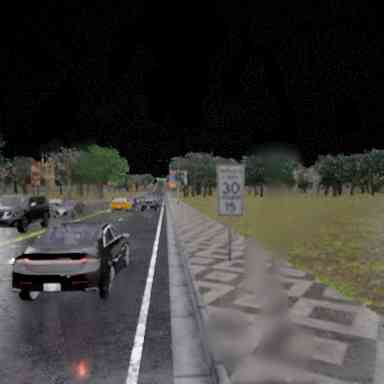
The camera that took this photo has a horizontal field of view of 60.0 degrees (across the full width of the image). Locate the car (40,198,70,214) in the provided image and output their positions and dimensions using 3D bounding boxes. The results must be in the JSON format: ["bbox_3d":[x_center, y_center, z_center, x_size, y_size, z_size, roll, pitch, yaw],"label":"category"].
[{"bbox_3d":[-14.710,1.460,35.975,1.812,1.442,4.674,0,0,-7],"label":"car"}]

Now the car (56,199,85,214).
[{"bbox_3d":[-11.028,1.447,30.037,2.128,1.511,4.902,0,0,-4],"label":"car"}]

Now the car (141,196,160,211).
[{"bbox_3d":[-5.227,1.510,41.012,1.837,1.490,4.892,0,0,-4],"label":"car"}]

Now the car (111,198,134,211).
[{"bbox_3d":[-8.386,1.460,39.612,1.882,1.535,5.008,0,0,-4],"label":"car"}]

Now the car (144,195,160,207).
[{"bbox_3d":[-6.049,1.360,50.869,2.097,1.767,4.553,0,0,-4],"label":"car"}]

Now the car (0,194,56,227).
[{"bbox_3d":[-10.216,1.174,19.688,2.150,2.045,5.566,0,0,-5],"label":"car"}]

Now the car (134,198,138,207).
[{"bbox_3d":[-9.250,1.532,49.847,2.033,1.411,5.357,0,0,-4],"label":"car"}]

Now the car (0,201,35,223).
[{"bbox_3d":[-13.948,1.457,25.679,1.812,1.442,4.674,0,0,-4],"label":"car"}]

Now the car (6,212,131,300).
[{"bbox_3d":[-2.695,1.488,8.370,2.128,1.511,4.902,0,0,-5],"label":"car"}]
